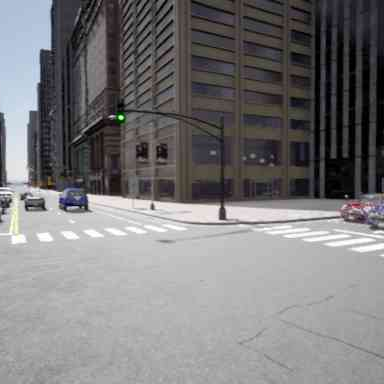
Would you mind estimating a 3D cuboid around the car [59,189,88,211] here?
[{"bbox_3d":[-11.570,0.707,32.362,2.150,2.045,5.566,-1,1,-28],"label":"car"}]

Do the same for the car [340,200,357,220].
[{"bbox_3d":[10.455,0.840,19.075,4.097,1.590,1.967,-1,2,-27],"label":"car"}]

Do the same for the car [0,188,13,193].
[{"bbox_3d":[-28.777,0.360,50.946,2.150,2.045,5.566,-1,1,-28],"label":"car"}]

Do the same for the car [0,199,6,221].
[{"bbox_3d":[-12.825,1.339,20.366,1.895,1.301,4.718,-1,1,-25],"label":"car"}]

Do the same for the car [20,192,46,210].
[{"bbox_3d":[-15.912,1.004,33.655,2.128,1.511,4.902,-1,1,-28],"label":"car"}]

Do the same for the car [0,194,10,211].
[{"bbox_3d":[-17.160,1.189,28.683,1.994,1.385,4.181,-1,1,-27],"label":"car"}]

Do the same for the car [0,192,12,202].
[{"bbox_3d":[-21.676,1.071,37.436,1.994,1.385,4.181,-1,1,-28],"label":"car"}]

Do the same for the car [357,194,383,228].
[{"bbox_3d":[10.536,0.851,16.067,4.553,1.767,2.097,-1,2,-29],"label":"car"}]
